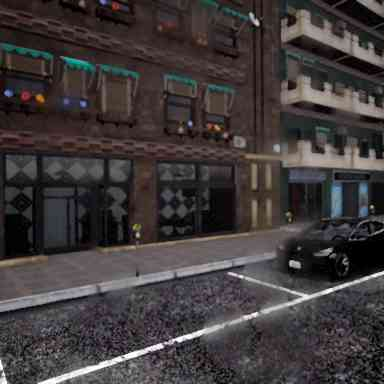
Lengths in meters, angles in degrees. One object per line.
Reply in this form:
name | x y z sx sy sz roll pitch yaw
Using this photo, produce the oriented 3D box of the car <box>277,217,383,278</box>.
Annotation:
car | 4.373 1.429 9.695 4.313 1.339 1.947 -1 1 -36
